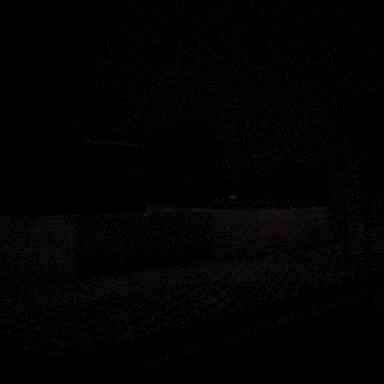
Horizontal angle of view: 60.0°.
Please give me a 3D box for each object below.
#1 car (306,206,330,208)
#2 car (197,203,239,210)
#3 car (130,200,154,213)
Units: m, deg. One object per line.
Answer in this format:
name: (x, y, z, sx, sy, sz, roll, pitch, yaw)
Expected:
car: (10.660, 1.918, 26.979, 4.902, 1.511, 2.128, 0, 2, 36)
car: (2.568, 1.879, 33.343, 4.902, 1.511, 2.128, 0, 3, 40)
car: (-6.525, 1.825, 41.741, 1.837, 1.490, 4.892, -4, 3, -45)
